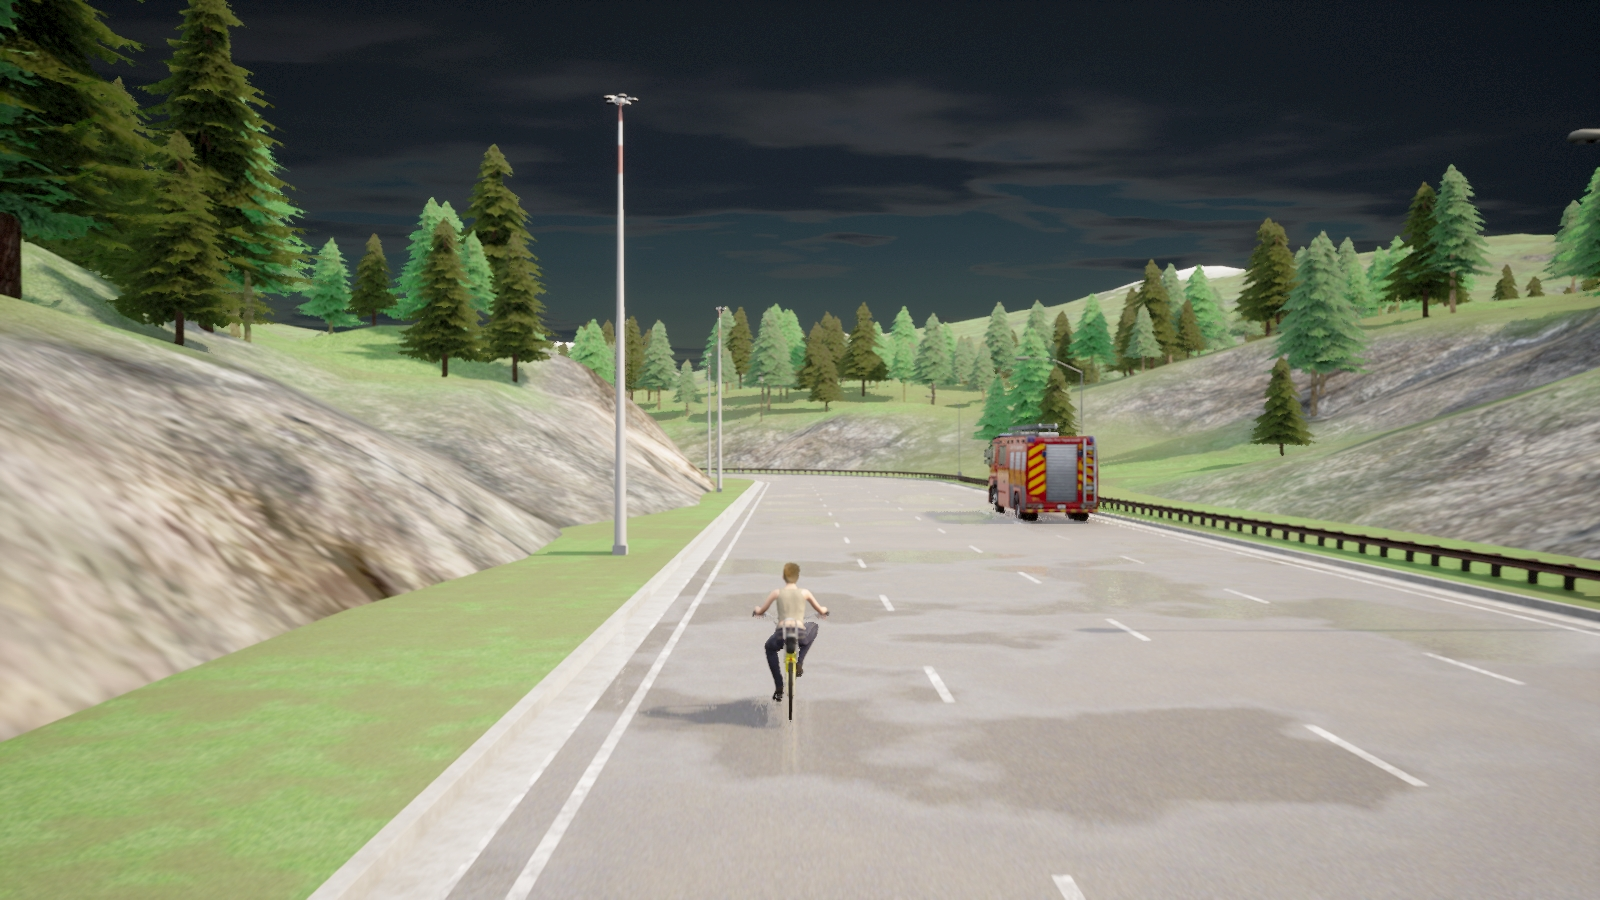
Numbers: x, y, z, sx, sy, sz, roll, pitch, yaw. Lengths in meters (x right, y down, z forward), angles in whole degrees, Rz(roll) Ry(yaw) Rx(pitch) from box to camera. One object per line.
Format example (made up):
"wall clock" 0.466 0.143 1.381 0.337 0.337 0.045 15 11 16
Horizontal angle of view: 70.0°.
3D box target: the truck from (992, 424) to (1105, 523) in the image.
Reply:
"truck" 10.344 0.902 48.556 2.891 3.827 8.468 0 0 -1

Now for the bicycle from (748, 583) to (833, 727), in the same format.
"bicycle" -0.098 2.161 12.302 0.859 1.276 1.487 0 0 0
